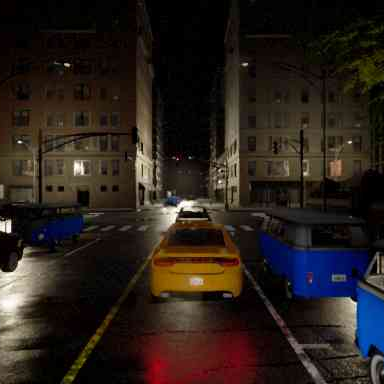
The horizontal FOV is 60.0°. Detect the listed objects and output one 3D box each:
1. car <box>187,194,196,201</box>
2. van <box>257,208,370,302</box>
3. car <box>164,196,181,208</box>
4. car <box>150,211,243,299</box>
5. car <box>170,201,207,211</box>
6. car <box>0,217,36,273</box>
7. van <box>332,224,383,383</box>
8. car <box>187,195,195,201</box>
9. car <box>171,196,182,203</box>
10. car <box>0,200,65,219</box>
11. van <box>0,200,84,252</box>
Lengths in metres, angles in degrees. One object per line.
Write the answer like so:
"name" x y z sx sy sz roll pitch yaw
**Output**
"car" -0.226 1.340 79.427 2.097 1.767 4.553 0 0 -1
"van" 2.705 1.340 7.952 1.690 1.788 3.998 0 0 0
"car" -3.050 1.463 48.917 1.882 1.535 5.008 0 0 0
"car" 0.114 1.477 8.540 1.882 1.535 5.008 0 0 1
"car" 0.075 1.486 17.959 2.128 1.511 4.902 0 0 0
"car" -5.822 1.544 7.980 1.887 1.381 4.507 0 0 0
"van" 2.680 1.341 2.295 1.690 1.788 3.998 0 0 0
"car" -0.313 1.584 89.208 1.895 1.301 4.718 0 0 -1
"car" -3.141 1.523 69.690 2.033 1.411 5.357 0 0 -1
"car" -13.860 1.485 28.881 4.902 1.511 2.128 0 0 -1
"van" -5.796 1.338 13.640 1.690 1.788 3.998 0 0 0
